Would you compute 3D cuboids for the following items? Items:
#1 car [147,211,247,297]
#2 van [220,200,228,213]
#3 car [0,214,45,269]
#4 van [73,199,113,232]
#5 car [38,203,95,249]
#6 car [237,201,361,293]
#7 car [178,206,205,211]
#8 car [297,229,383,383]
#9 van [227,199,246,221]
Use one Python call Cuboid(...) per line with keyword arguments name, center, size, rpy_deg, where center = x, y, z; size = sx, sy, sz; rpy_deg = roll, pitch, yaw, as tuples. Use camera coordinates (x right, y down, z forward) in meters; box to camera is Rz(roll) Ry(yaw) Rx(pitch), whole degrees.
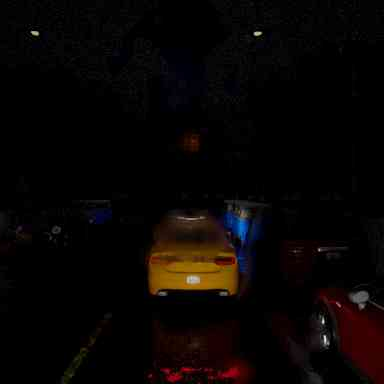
Cuboid(name="car", center=(0.039, 1.478, 8.635), size=(1.882, 1.535, 5.008), rpy_deg=(0, 0, 0))
Cuboid(name="van", center=(2.660, 1.343, 19.683), size=(1.690, 1.788, 3.998), rpy_deg=(0, 0, 0))
Cuboid(name="car", center=(-5.807, 1.526, 8.593), size=(1.752, 1.417, 4.829), rpy_deg=(0, 0, 0))
Cuboid(name="van", center=(-5.865, 1.343, 19.638), size=(1.690, 1.788, 3.998), rpy_deg=(0, 0, 0))
Cuboid(name="car", center=(-5.836, 1.441, 14.200), size=(1.967, 1.590, 4.097), rpy_deg=(0, 0, 0))
Cuboid(name="car", center=(2.717, 1.315, 8.808), size=(2.192, 1.841, 5.009), rpy_deg=(0, 0, 0))
Cuboid(name="car", center=(-0.048, 1.493, 18.137), size=(2.128, 1.511, 4.902), rpy_deg=(0, 0, 0))
Cuboid(name="car", center=(2.746, 1.440, 3.370), size=(1.967, 1.590, 4.097), rpy_deg=(0, 0, 0))
Cuboid(name="van", center=(2.688, 1.342, 14.245), size=(1.690, 1.788, 3.998), rpy_deg=(0, 0, 0))
